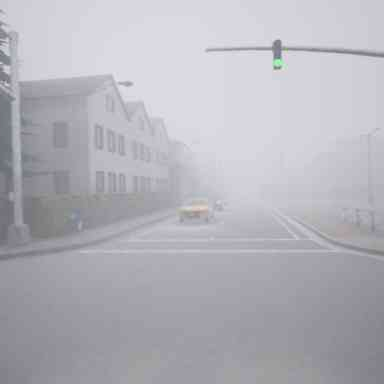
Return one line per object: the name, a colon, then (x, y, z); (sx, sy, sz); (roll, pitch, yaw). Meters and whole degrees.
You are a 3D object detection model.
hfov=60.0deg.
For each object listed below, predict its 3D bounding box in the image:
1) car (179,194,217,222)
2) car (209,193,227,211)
car: (0.400, 1.153, 23.052); (1.882, 1.535, 5.008); (-1, 0, 9)
car: (1.991, 0.925, 32.951); (2.097, 1.767, 4.553); (-1, 0, 9)
